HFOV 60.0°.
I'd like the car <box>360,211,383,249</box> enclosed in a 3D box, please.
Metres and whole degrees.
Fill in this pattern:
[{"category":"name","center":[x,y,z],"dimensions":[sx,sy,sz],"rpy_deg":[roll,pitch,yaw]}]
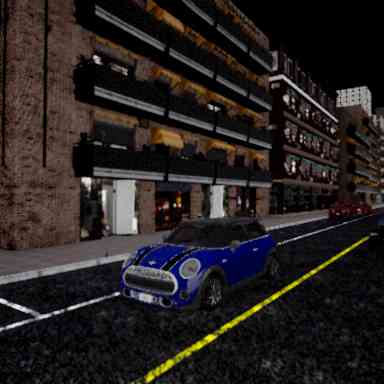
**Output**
[{"category":"car","center":[9.221,1.752,14.975],"dimensions":[2.033,1.411,5.357],"rpy_deg":[0,-1,36]}]

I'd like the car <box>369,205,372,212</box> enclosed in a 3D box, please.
[{"category":"car","center":[21.661,2.104,42.214],"dimensions":[1.887,1.381,4.507],"rpy_deg":[0,-1,36]}]

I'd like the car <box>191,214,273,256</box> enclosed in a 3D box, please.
[{"category":"car","center":[1.931,1.765,14.750],"dimensions":[1.802,1.307,4.206],"rpy_deg":[0,-1,36]}]

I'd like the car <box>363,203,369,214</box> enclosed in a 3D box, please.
[{"category":"car","center":[18.372,1.937,37.637],"dimensions":[1.967,1.590,4.097],"rpy_deg":[0,-1,36]}]

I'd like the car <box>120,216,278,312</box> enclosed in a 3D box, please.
[{"category":"car","center":[0.413,1.453,8.201],"dimensions":[2.097,1.767,4.553],"rpy_deg":[0,-1,36]}]

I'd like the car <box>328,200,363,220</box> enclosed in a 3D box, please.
[{"category":"car","center":[15.085,1.750,33.061],"dimensions":[2.192,1.841,5.009],"rpy_deg":[0,-1,36]}]
